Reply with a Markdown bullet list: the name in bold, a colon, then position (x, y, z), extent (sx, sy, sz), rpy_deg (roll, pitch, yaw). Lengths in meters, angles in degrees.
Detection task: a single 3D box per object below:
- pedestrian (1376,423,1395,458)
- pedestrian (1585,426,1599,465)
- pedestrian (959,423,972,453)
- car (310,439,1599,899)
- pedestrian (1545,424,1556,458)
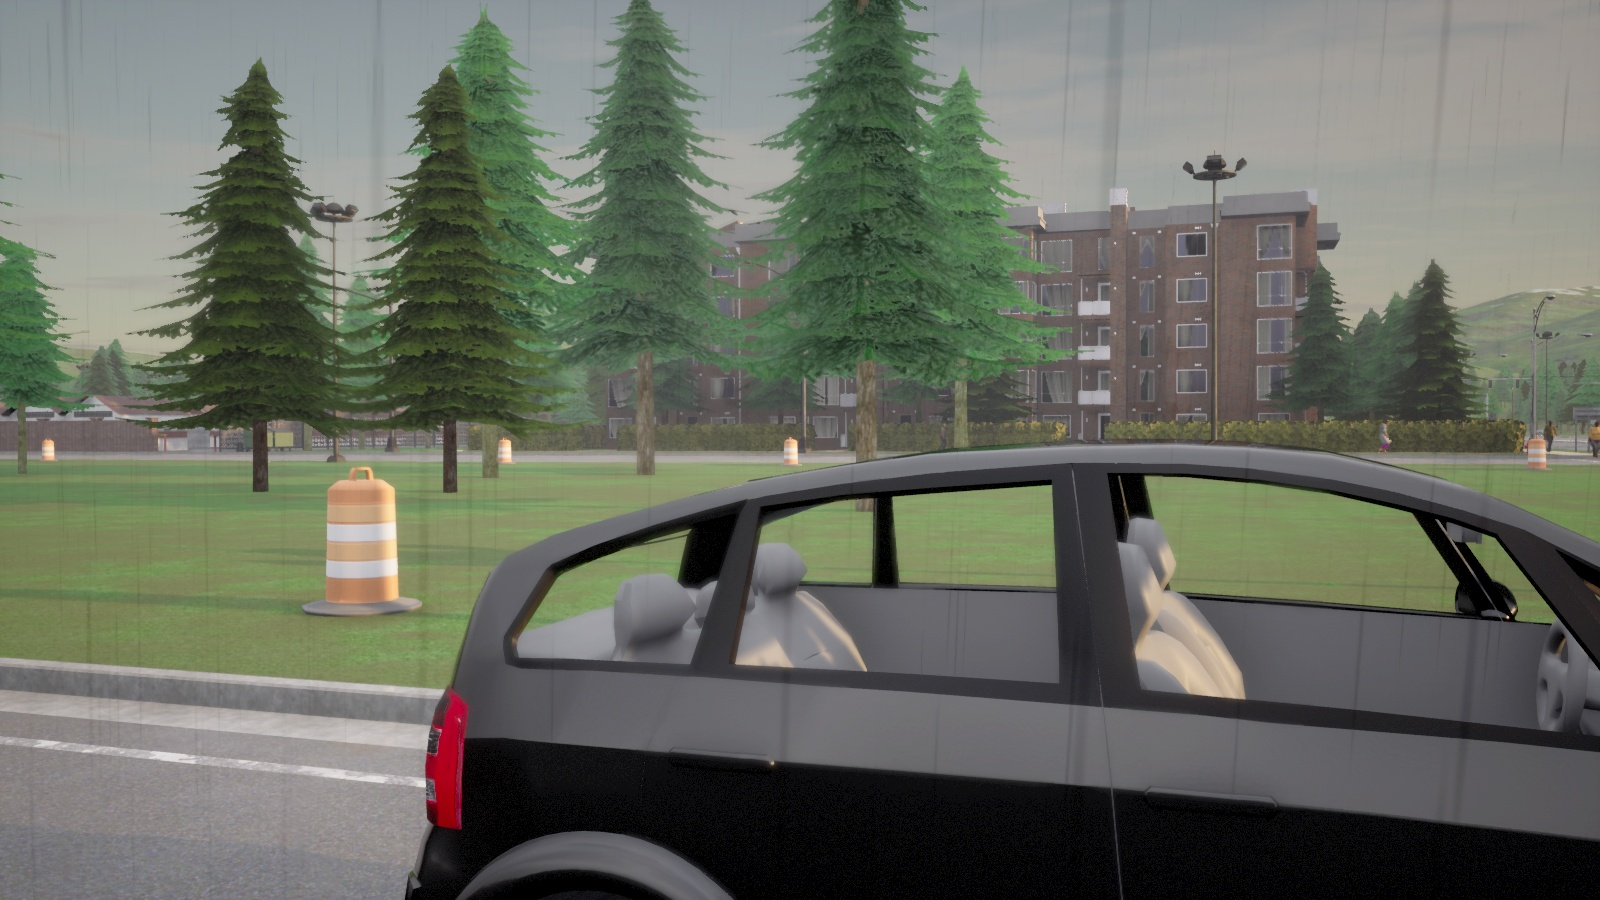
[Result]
- **pedestrian**: position (32.078, -0.526, 68.846), extent (0.873, 1.952, 0.659), rpy_deg (1, 1, 20)
- **pedestrian**: position (38.623, -0.223, 60.867), extent (0.874, 1.855, 0.900), rpy_deg (1, 1, 24)
- **pedestrian**: position (10.064, -0.728, 76.242), extent (0.703, 1.840, 0.431), rpy_deg (1, 1, 19)
- **car**: position (1.036, 0.764, 2.844), extent (3.705, 1.549, 1.789), rpy_deg (0, 1, 19)
- **pedestrian**: position (41.214, -0.484, 68.975), extent (0.370, 1.835, 0.726), rpy_deg (1, 1, 19)
